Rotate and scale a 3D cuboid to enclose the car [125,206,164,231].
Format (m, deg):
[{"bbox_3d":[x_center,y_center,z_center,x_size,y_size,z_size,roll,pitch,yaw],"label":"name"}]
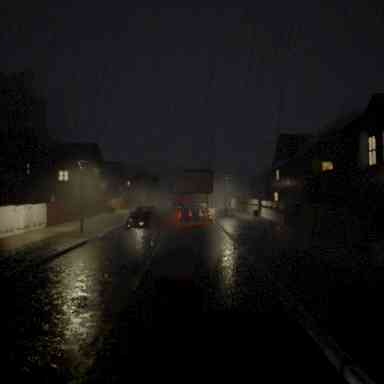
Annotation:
[{"bbox_3d":[-2.849,1.580,20.650,1.994,1.385,4.181,0,0,0],"label":"car"}]

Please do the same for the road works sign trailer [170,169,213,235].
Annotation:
[{"bbox_3d":[-0.004,0.476,19.038,2.380,3.560,2.880,0,0,1],"label":"road works sign trailer"}]

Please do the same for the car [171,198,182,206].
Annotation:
[{"bbox_3d":[-2.771,1.790,62.236,2.033,1.411,5.357,0,0,1],"label":"car"}]
